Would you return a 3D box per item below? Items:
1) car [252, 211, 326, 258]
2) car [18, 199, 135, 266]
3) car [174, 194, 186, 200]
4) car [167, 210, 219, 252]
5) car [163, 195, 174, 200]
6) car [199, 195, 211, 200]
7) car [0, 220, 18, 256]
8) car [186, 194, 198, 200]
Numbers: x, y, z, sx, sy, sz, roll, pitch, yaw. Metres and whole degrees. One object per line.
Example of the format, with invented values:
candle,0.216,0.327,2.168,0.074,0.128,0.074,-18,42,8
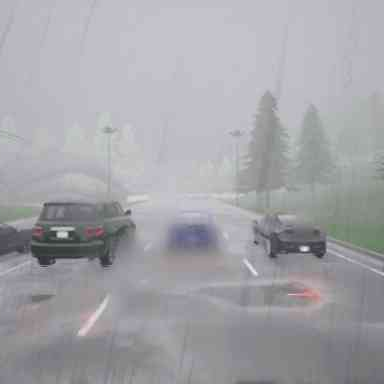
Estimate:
car,3.542,1.514,12.815,1.837,1.490,4.892,0,0,1
car,-3.471,1.230,11.656,2.150,2.045,5.566,0,0,0
car,-3.474,1.648,93.801,1.895,1.301,4.718,0,0,2
car,0.052,1.486,13.971,1.882,1.535,5.008,0,0,0
car,-6.980,1.575,93.444,1.812,1.442,4.674,0,0,2
car,3.510,1.647,92.810,1.895,1.301,4.718,0,0,2
car,-6.981,1.554,10.605,2.033,1.411,5.357,0,0,0
car,0.016,1.648,93.199,1.895,1.301,4.718,0,0,2
